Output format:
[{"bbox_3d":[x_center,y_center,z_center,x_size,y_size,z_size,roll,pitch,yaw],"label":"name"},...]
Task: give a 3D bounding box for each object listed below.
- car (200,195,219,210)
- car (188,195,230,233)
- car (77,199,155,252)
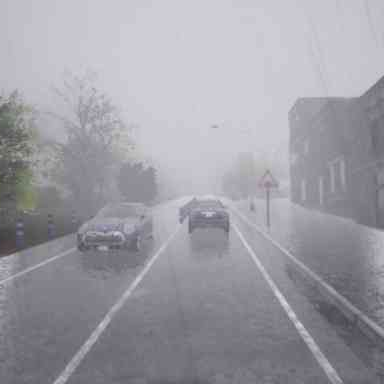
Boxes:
[{"bbox_3d":[2.050,1.074,37.033,1.812,1.442,4.674,0,1,7],"label":"car"},{"bbox_3d":[0.930,1.150,18.458,2.097,1.767,4.553,0,1,3],"label":"car"},{"bbox_3d":[-2.809,1.220,13.149,2.097,1.767,4.553,0,1,3],"label":"car"}]
